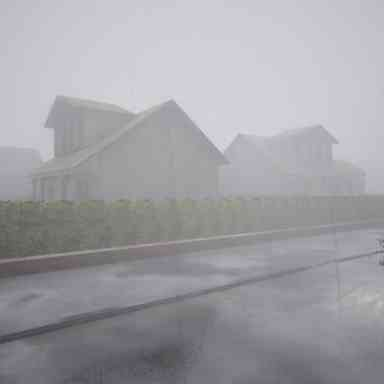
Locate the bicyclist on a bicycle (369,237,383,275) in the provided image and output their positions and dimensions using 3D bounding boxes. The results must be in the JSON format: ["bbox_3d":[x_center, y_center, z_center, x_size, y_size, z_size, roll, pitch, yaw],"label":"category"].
[{"bbox_3d":[5.454,1.455,8.685,0.582,1.620,1.656,0,-2,-37],"label":"bicyclist on a bicycle"}]
